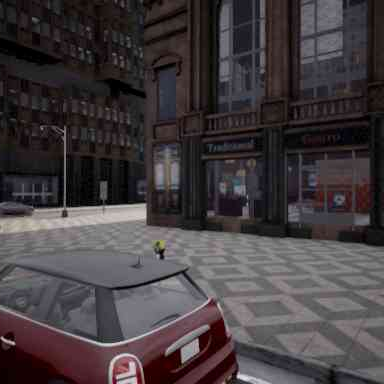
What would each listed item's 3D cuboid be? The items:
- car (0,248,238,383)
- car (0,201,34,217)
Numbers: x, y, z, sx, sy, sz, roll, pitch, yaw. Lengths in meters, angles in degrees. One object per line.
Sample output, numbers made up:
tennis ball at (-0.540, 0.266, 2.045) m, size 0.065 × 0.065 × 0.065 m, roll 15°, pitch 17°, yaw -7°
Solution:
car at (-1.595, 1.439, 4.098) m, size 4.097 × 1.590 × 1.967 m, roll 0°, pitch 0°, yaw 35°
car at (-16.230, 1.517, 29.243) m, size 1.994 × 1.385 × 4.181 m, roll 0°, pitch 0°, yaw 35°
